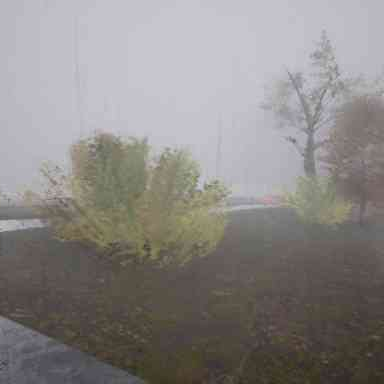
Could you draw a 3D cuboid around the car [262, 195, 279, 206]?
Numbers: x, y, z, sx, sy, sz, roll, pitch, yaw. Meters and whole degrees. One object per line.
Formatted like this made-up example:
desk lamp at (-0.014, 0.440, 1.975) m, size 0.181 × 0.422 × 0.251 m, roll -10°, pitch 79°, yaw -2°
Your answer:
car at (12.721, 1.185, 51.230) m, size 2.097 × 1.767 × 4.553 m, roll 0°, pitch 1°, yaw 41°
